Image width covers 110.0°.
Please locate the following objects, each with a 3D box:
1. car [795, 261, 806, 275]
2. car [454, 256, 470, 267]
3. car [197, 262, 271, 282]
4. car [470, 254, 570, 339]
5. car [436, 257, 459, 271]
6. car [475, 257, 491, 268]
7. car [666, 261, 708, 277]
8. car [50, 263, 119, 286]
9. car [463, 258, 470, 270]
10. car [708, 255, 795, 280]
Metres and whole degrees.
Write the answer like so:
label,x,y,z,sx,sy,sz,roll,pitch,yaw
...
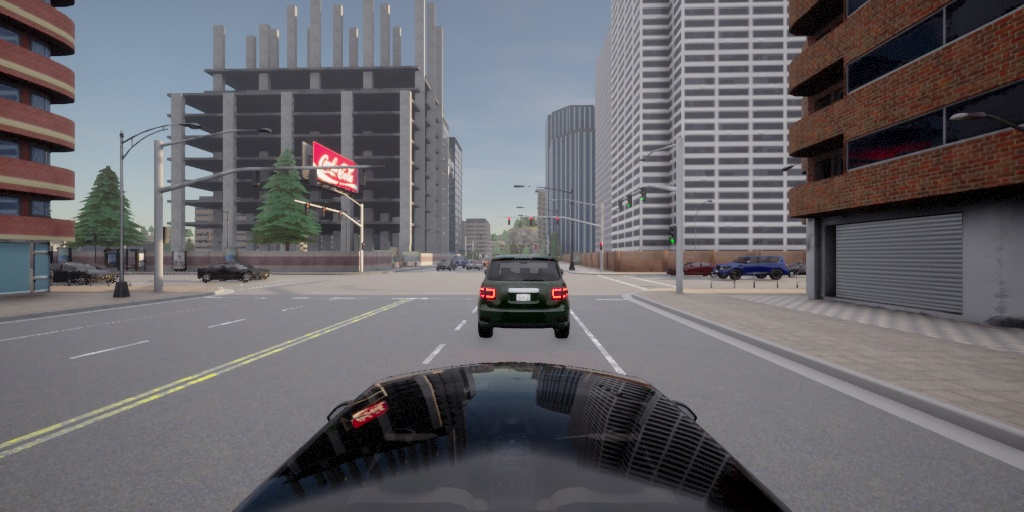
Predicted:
label,x,y,z,sx,sy,sz,roll,pitch,yaw
car,27.240,1.241,33.737,4.902,1.511,2.128,0,0,2
car,-8.497,0.971,58.372,2.150,2.045,5.566,0,0,1
car,-21.778,1.227,28.189,5.008,1.535,1.882,0,0,1
car,0.338,0.971,10.283,2.150,2.045,5.566,0,0,2
car,-8.880,1.254,48.524,1.837,1.490,4.892,0,0,2
car,-4.871,1.102,61.260,2.097,1.767,4.553,0,0,2
car,17.310,1.227,34.071,5.008,1.535,1.882,0,0,2
car,-30.189,1.255,24.917,4.892,1.490,1.837,0,0,2
car,-5.276,1.350,51.160,1.895,1.301,4.718,0,0,2
car,20.226,0.971,30.477,5.566,2.045,2.150,0,0,2
